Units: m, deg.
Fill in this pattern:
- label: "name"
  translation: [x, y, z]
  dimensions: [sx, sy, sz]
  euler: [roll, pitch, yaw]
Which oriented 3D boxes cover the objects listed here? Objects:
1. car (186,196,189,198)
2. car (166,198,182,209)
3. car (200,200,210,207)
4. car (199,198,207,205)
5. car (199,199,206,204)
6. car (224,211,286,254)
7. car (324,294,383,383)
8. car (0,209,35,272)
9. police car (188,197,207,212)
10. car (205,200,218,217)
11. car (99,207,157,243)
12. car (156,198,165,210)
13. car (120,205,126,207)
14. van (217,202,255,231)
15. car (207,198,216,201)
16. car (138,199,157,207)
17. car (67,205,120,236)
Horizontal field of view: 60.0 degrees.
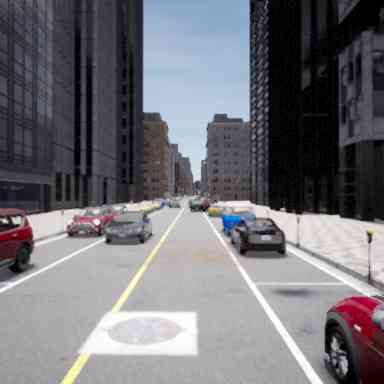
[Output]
- label: "car"
  translation: [-0.010, 2.321, 81.525]
  dimensions: [1.994, 1.385, 4.181]
  euler: [0, -1, 0]
- label: "car"
  translation: [-3.061, 2.239, 58.806]
  dimensions: [1.994, 1.385, 4.181]
  euler: [0, -1, 1]
- label: "car"
  translation: [2.658, 2.356, 70.401]
  dimensions: [2.008, 1.369, 4.403]
  euler: [0, -1, 0]
- label: "car"
  translation: [2.656, 2.363, 81.680]
  dimensions: [1.967, 1.590, 4.097]
  euler: [0, -1, 0]
- label: "car"
  translation: [2.656, 2.563, 87.318]
  dimensions: [1.802, 1.307, 4.206]
  euler: [0, -1, 0]
- label: "car"
  translation: [2.665, 1.710, 14.014]
  dimensions: [1.947, 1.339, 4.313]
  euler: [0, -1, 0]
- label: "car"
  translation: [2.667, 1.469, 2.738]
  dimensions: [1.967, 1.590, 4.097]
  euler: [0, -1, 0]
- label: "car"
  translation: [-5.859, 1.400, 8.390]
  dimensions: [2.192, 1.841, 5.009]
  euler: [0, -1, 0]
- label: "police car"
  translation: [0.751, 1.962, 47.435]
  dimensions: [1.930, 1.638, 5.238]
  euler: [-1, 0, 1]
- label: "car"
  translation: [2.662, 1.934, 36.776]
  dimensions: [1.752, 1.417, 4.829]
  euler: [0, -1, 1]
- label: "car"
  translation: [-3.104, 1.703, 17.151]
  dimensions: [1.812, 1.442, 4.674]
  euler: [0, -1, 0]
- label: "car"
  translation: [-5.867, 2.136, 53.332]
  dimensions: [1.752, 1.417, 4.829]
  euler: [0, -1, 0]
- label: "car"
  translation: [-5.863, 1.709, 25.306]
  dimensions: [1.967, 1.590, 4.097]
  euler: [0, -1, 0]
- label: "van"
  translation: [2.663, 1.547, 19.655]
  dimensions: [1.690, 1.788, 3.998]
  euler: [0, -1, 0]
- label: "car"
  translation: [2.660, 1.861, 47.846]
  dimensions: [2.192, 1.841, 5.009]
  euler: [0, -1, 0]
- label: "car"
  translation: [-5.872, 1.997, 42.020]
  dimensions: [1.752, 1.417, 4.829]
  euler: [0, -1, 1]
- label: "car"
  translation: [-5.862, 1.645, 19.668]
  dimensions: [1.967, 1.590, 4.097]
  euler: [0, -1, 0]
